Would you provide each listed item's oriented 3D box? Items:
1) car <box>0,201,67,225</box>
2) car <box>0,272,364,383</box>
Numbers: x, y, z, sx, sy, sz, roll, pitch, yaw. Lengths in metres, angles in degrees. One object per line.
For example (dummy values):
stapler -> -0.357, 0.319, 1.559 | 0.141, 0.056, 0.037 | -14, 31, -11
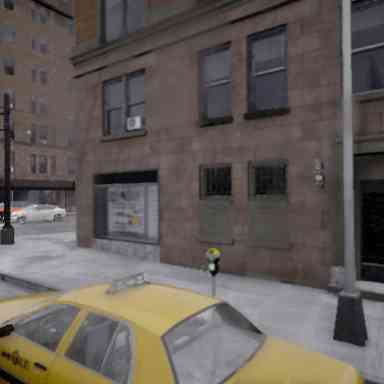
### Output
car -> -12.143, 1.678, 25.975 | 1.812, 1.442, 4.674 | -1, 0, 37
car -> -0.856, 1.529, 3.467 | 4.829, 1.417, 1.752 | 0, -1, 36
